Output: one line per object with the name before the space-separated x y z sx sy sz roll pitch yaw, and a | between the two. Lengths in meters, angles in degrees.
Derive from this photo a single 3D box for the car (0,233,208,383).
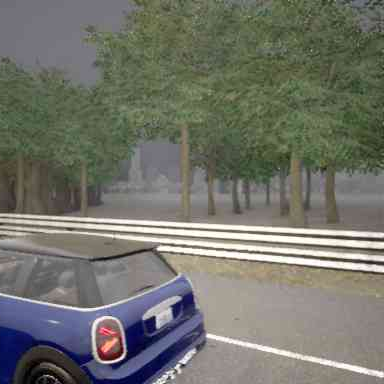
car | -2.154 1.365 4.575 4.553 1.767 2.097 0 0 29
